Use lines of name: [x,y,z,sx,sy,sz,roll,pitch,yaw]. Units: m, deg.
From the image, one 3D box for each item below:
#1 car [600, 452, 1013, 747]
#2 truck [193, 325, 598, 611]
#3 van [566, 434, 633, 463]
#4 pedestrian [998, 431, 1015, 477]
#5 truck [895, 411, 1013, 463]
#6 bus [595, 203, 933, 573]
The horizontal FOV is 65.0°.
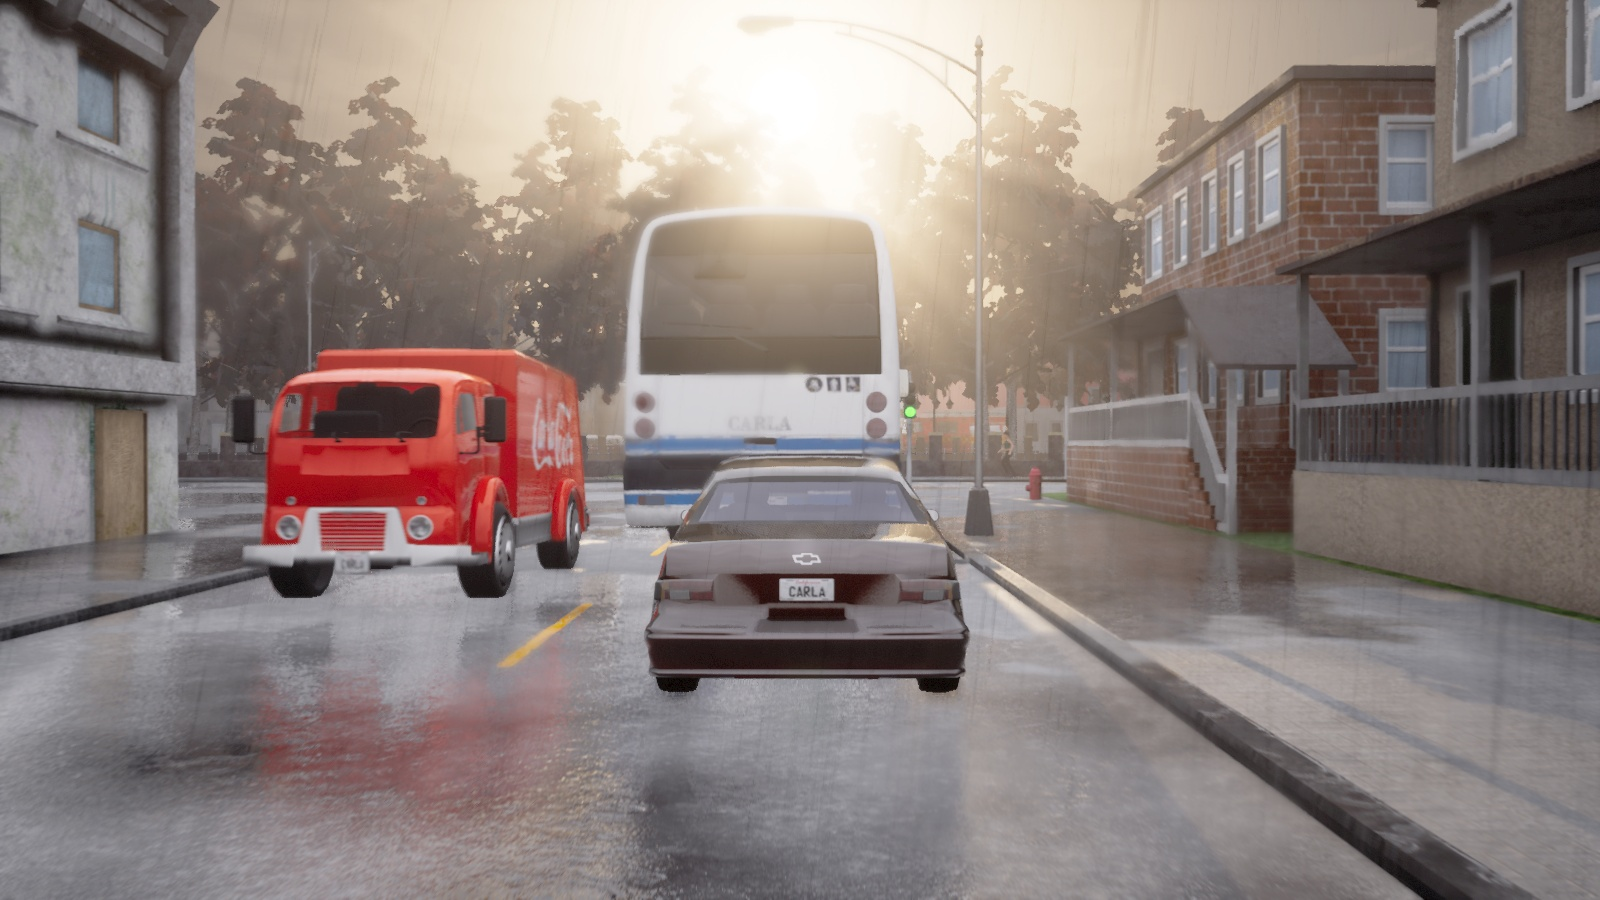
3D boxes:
car: [0.062,0.740,8.868,2.033,1.411,5.357,0,0,1]
truck: [-3.913,0.191,13.453,2.627,2.467,5.204,0,-1,0]
van: [-14.367,-0.089,90.210,4.480,2.038,2.069,0,0,0]
pedestrian: [8.248,0.159,50.134,0.594,1.836,0.345,0,0,0]
truck: [11.452,-0.980,94.091,8.468,3.827,2.891,0,0,0]
bus: [-0.063,-0.750,19.710,3.944,4.253,10.273,0,0,4]
